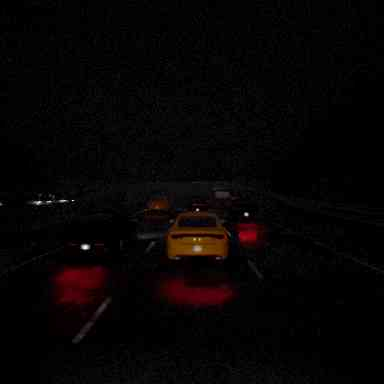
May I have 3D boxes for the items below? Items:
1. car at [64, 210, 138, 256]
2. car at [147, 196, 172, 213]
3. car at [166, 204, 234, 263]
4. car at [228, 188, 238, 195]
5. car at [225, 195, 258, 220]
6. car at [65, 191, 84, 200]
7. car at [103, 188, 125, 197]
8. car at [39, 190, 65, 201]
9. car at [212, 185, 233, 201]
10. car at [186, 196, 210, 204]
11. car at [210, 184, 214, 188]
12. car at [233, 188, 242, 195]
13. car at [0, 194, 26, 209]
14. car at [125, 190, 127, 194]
[{"bbox_3d":[-3.303,1.441,12.805,1.837,1.490,4.892,0,1,1],"label":"car"},{"bbox_3d":[-2.942,1.103,31.157,1.882,1.535,5.008,0,1,2],"label":"car"},{"bbox_3d":[0.185,1.423,11.833,1.882,1.535,5.008,0,1,1],"label":"car"},{"bbox_3d":[9.117,-0.180,73.698,1.837,1.490,4.892,0,2,2],"label":"car"},{"bbox_3d":[3.805,1.234,25.294,1.837,1.490,4.892,0,1,1],"label":"car"},{"bbox_3d":[-19.667,0.539,55.667,1.812,1.442,4.674,0,2,2],"label":"car"},{"bbox_3d":[-12.806,0.544,53.485,1.882,1.535,5.008,0,2,3],"label":"car"},{"bbox_3d":[-22.650,0.441,53.208,2.097,1.767,4.553,0,2,-1],"label":"car"},{"bbox_3d":[4.713,0.301,52.271,2.150,2.045,5.566,0,2,2],"label":"car"},{"bbox_3d":[0.523,1.159,29.857,1.837,1.490,4.892,0,1,1],"label":"car"},{"bbox_3d":[6.317,-0.783,90.420,1.882,1.535,5.008,0,2,2],"label":"car"},{"bbox_3d":[8.565,0.248,63.688,1.812,1.442,4.674,0,2,4],"label":"car"},{"bbox_3d":[-17.163,1.003,30.348,2.097,1.767,4.553,0,1,2],"label":"car"},{"bbox_3d":[-15.483,-0.051,71.868,1.882,1.535,5.008,0,2,2],"label":"car"}]
